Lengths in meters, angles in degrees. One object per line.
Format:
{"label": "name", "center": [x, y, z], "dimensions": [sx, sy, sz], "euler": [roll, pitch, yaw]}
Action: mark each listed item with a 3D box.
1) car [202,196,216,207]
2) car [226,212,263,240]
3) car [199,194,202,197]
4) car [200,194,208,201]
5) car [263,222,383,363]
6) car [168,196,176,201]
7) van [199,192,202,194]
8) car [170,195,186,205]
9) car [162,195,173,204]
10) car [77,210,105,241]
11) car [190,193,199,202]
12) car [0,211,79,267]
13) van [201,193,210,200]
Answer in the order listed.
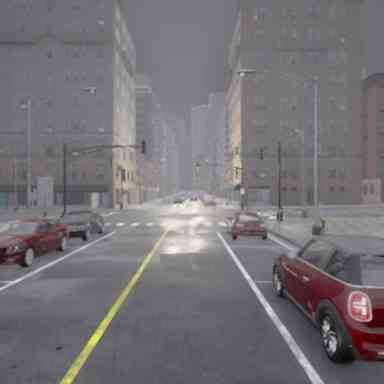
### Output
{"label": "car", "center": [3.009, 1.763, 54.445], "dimensions": [1.802, 1.307, 4.206], "euler": [0, 0, 0]}
{"label": "car", "center": [2.751, 1.662, 17.236], "dimensions": [1.802, 1.307, 4.206], "euler": [0, 0, 0]}
{"label": "car", "center": [3.236, 1.774, 82.210], "dimensions": [1.802, 1.307, 4.206], "euler": [0, 0, 0]}
{"label": "car", "center": [3.327, 1.479, 93.312], "dimensions": [2.192, 1.841, 5.009], "euler": [0, 0, 0]}
{"label": "car", "center": [2.756, 1.470, 5.948], "dimensions": [1.967, 1.590, 4.097], "euler": [0, 0, 0]}
{"label": "car", "center": [-5.244, 1.760, 87.835], "dimensions": [1.802, 1.307, 4.206], "euler": [0, 0, 0]}
{"label": "van", "center": [3.282, 1.519, 87.761], "dimensions": [1.690, 1.788, 3.998], "euler": [0, 0, 0]}
{"label": "car", "center": [-2.672, 1.798, 65.095], "dimensions": [1.895, 1.301, 4.718], "euler": [0, 0, 1]}
{"label": "car", "center": [-5.381, 1.787, 71.177], "dimensions": [1.802, 1.307, 4.206], "euler": [0, 0, 0]}
{"label": "car", "center": [-5.774, 1.646, 17.234], "dimensions": [1.947, 1.339, 4.313], "euler": [0, 0, 0]}
{"label": "car", "center": [0.478, 1.707, 82.883], "dimensions": [1.812, 1.442, 4.674], "euler": [0, 0, 0]}
{"label": "car", "center": [-5.771, 1.600, 11.590], "dimensions": [1.887, 1.381, 4.507], "euler": [0, 0, 0]}
{"label": "van", "center": [3.053, 1.531, 59.998], "dimensions": [1.690, 1.788, 3.998], "euler": [0, 0, 0]}
